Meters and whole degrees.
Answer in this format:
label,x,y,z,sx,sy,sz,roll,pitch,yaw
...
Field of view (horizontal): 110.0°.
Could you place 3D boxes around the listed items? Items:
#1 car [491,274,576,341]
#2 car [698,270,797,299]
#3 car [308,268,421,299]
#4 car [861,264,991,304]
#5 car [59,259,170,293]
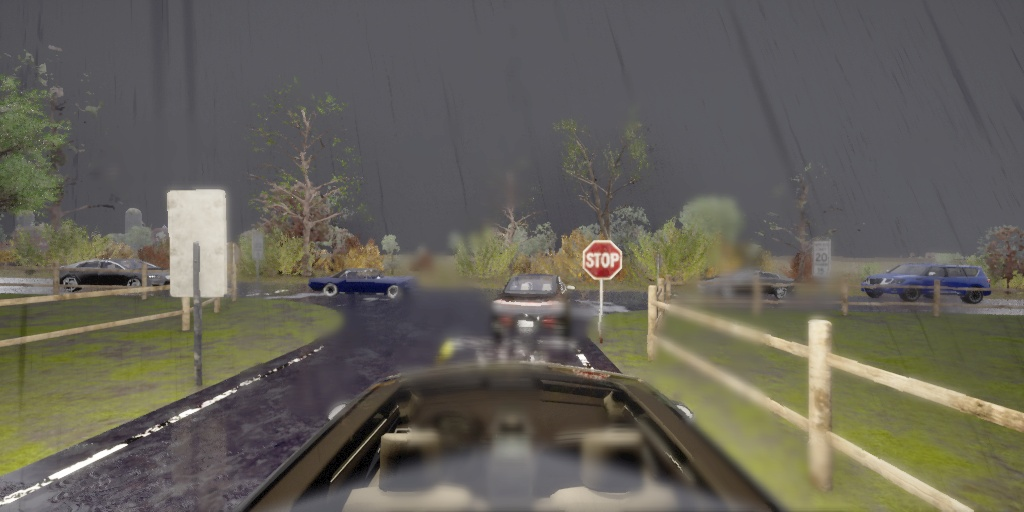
label,x,y,z,sx,sy,sz,roll,pitch,yaw
car,0.707,1.240,9.986,2.128,1.511,4.902,0,0,9
car,13.005,1.525,19.944,4.902,1.511,2.128,1,1,0
car,-6.821,1.248,17.017,4.718,1.301,1.895,1,1,0
car,22.900,1.467,19.932,5.566,2.045,2.150,1,1,0
car,-18.489,0.885,17.034,4.902,1.511,2.128,1,1,0
